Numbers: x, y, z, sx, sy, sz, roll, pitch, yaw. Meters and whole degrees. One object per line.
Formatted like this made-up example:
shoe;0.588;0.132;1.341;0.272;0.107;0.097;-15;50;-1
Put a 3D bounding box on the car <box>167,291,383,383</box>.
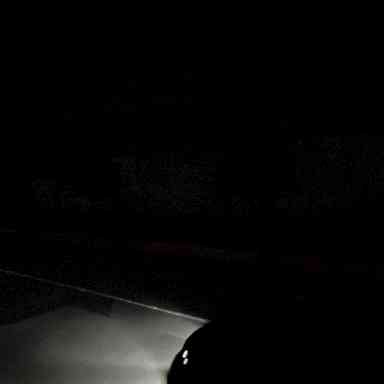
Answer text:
car;1.810;1.563;2.700;4.181;1.385;1.994;-1;0;36
